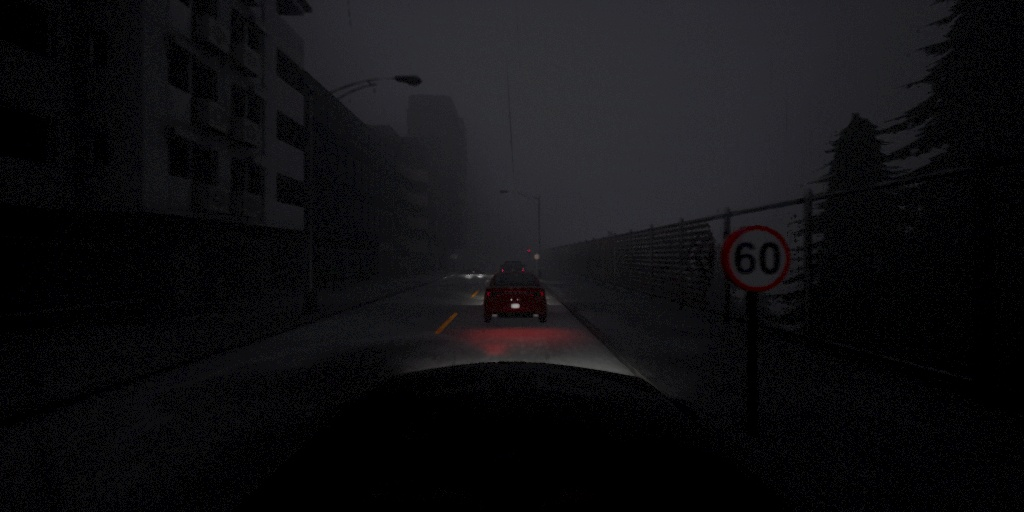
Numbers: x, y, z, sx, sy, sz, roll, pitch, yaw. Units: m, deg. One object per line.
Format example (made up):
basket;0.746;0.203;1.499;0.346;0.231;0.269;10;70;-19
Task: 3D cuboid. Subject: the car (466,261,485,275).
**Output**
car;-4.109;1.332;41.013;2.033;1.411;5.357;0;0;0

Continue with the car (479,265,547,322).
car;0.095;1.237;12.420;1.882;1.535;5.008;0;0;0

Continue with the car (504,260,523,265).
car;0.085;1.126;29.819;2.097;1.767;4.553;0;0;0
